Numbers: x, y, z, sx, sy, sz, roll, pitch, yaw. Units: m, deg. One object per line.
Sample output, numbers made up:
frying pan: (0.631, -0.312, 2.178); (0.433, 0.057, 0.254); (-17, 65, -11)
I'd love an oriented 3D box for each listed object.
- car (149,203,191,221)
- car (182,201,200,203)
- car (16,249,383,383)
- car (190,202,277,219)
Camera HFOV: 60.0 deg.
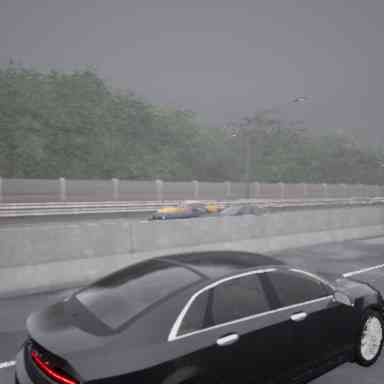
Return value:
car: (-0.288, 1.565, 20.904); (4.718, 1.301, 1.895); (0, 0, -35)
car: (-0.213, 1.432, 25.208); (5.008, 1.535, 1.882); (0, 0, -35)
car: (0.578, 1.500, 4.146); (4.892, 1.490, 1.837); (-1, 0, -35)
car: (2.646, 1.447, 18.679); (5.008, 1.535, 1.882); (0, 0, -35)
